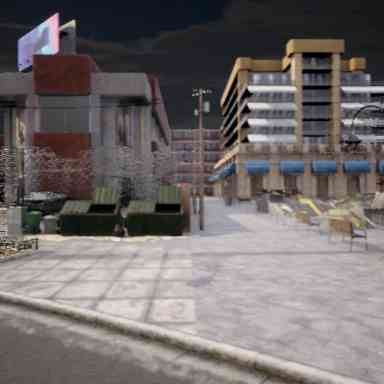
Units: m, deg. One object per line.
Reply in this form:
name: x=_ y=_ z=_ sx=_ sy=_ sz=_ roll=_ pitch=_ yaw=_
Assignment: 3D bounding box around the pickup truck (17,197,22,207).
pickup truck: x=-11.724 y=1.035 z=26.271 sx=2.390 sy=2.098 sz=6.274 roll=0 pitch=0 yaw=-1
